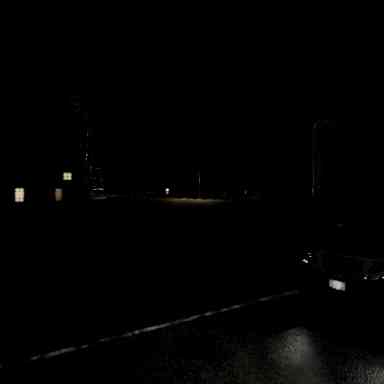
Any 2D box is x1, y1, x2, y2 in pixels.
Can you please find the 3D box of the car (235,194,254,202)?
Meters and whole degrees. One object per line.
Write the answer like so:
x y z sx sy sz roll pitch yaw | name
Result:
12.018 1.318 75.662 2.097 1.767 4.553 0 1 -36 | car

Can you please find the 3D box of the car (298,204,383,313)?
4.780 1.298 7.398 5.566 2.045 2.150 1 -1 -35 | car
